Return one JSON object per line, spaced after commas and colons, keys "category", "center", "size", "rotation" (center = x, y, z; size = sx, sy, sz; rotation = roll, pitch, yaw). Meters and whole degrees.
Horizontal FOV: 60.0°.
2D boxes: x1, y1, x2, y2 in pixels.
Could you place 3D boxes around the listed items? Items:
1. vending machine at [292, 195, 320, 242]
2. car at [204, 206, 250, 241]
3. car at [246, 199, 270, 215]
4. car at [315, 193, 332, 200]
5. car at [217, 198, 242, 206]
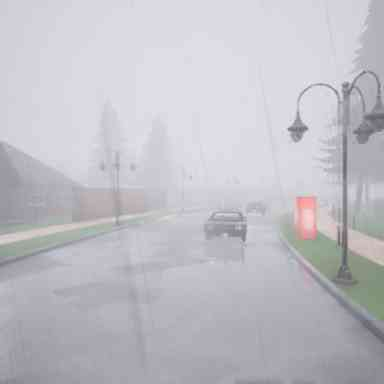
{"category": "vending machine", "center": [5.340, 1.202, 15.605], "size": [1.100, 2.100, 0.880], "rotation": [0, 0, 10]}
{"category": "car", "center": [1.838, 1.595, 16.810], "size": [1.895, 1.301, 4.718], "rotation": [0, 0, 10]}
{"category": "car", "center": [6.755, 1.503, 33.874], "size": [1.837, 1.490, 4.892], "rotation": [0, 0, 21]}
{"category": "car", "center": [27.606, 1.253, 71.390], "size": [4.674, 1.442, 1.812], "rotation": [0, 0, -44]}
{"category": "car", "center": [4.299, 1.479, 37.581], "size": [2.128, 1.511, 4.902], "rotation": [0, 0, 23]}
